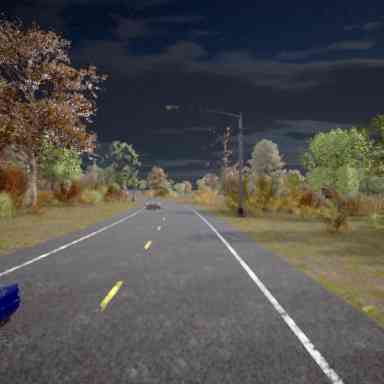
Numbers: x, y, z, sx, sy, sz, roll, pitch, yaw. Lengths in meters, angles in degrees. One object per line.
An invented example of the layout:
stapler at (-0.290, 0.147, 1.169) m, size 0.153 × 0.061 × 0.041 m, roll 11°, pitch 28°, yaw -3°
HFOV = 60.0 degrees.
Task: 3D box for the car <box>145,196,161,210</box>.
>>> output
car at (-5.401, 1.594, 46.903) m, size 2.097 × 1.767 × 4.553 m, roll 0°, pitch 0°, yaw -4°

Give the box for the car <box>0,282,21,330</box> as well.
car at (-3.629, 1.622, 3.025) m, size 1.895 × 1.301 × 4.718 m, roll 0°, pitch 0°, yaw 0°
